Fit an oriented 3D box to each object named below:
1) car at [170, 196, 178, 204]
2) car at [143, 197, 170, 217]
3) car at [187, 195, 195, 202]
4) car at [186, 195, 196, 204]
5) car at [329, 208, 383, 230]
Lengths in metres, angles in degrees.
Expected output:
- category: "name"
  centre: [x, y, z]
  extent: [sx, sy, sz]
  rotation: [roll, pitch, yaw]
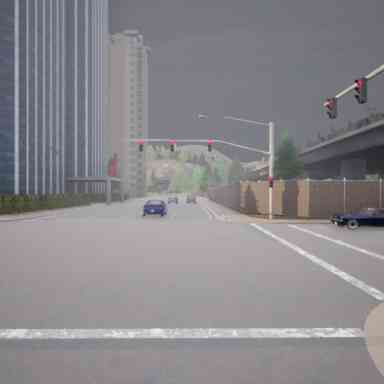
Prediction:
- category: "car"
  centre: [-3.640, 1.547, 63.510]
  extent: [2.033, 1.411, 5.357]
  rotation: [0, 0, 0]
- category: "car"
  centre: [-3.460, 1.477, 31.679]
  extent: [1.882, 1.535, 5.008]
  rotation: [0, 0, 1]
- category: "car"
  centre: [-0.163, 1.385, 73.919]
  extent: [1.812, 1.442, 4.674]
  rotation: [0, 0, 0]
- category: "car"
  centre: [-0.140, 1.547, 63.517]
  extent: [2.033, 1.411, 5.357]
  rotation: [0, 0, 0]
- category: "car"
  centre: [11.344, 1.656, 21.092]
  extent: [4.718, 1.301, 1.895]
  rotation: [0, 0, 1]
